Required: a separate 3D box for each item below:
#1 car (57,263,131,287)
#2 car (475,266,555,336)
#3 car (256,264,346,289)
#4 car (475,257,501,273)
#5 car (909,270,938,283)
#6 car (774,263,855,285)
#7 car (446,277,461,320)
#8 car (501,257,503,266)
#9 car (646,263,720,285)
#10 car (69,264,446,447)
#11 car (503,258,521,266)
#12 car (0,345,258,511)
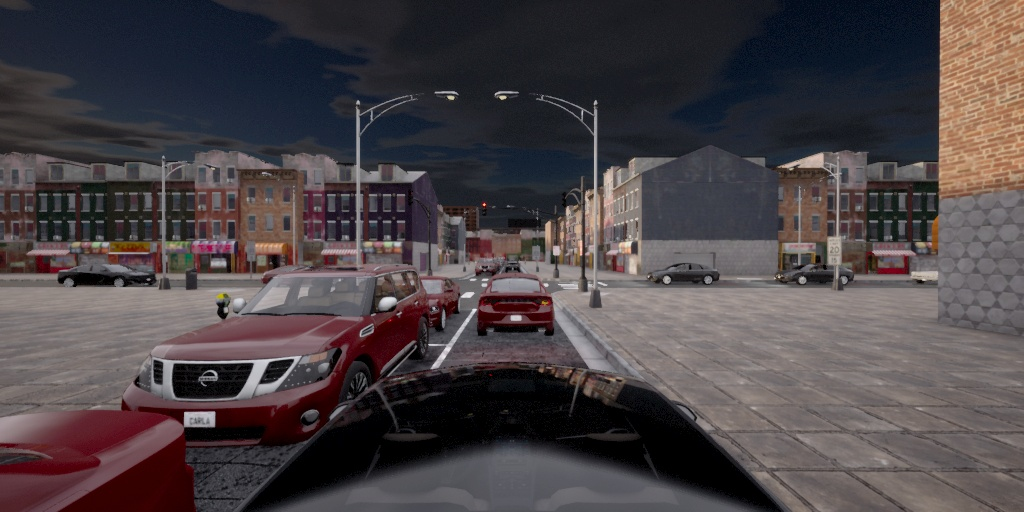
[{"bbox_3d":[-25.674,1.220,22.861,5.008,1.535,1.882,0,0,0],"label":"car"},{"bbox_3d":[0.093,1.227,10.445,1.882,1.535,5.008,0,0,0],"label":"car"},{"bbox_3d":[-13.348,1.278,22.881,4.674,1.442,1.812,0,0,-1],"label":"car"},{"bbox_3d":[-2.652,1.072,37.391,2.192,1.841,5.009,0,0,0],"label":"car"},{"bbox_3d":[31.770,1.390,25.727,4.718,1.301,1.895,0,0,0],"label":"car"},{"bbox_3d":[21.609,1.277,25.744,4.892,1.490,1.837,0,0,0],"label":"car"},{"bbox_3d":[-2.642,1.294,10.982,1.888,1.381,4.507,0,0,0],"label":"car"},{"bbox_3d":[-2.657,1.081,48.245,2.192,1.841,5.009,0,0,0],"label":"car"},{"bbox_3d":[12.218,1.264,25.757,4.892,1.490,1.837,0,0,0],"label":"car"},{"bbox_3d":[-2.640,1.064,5.548,2.192,1.841,5.009,0,0,0],"label":"car"},{"bbox_3d":[0.088,1.270,46.475,1.837,1.490,4.892,0,0,0],"label":"car"},{"bbox_3d":[-2.638,1.295,0.115,1.888,1.381,4.507,0,0,0],"label":"car"}]
